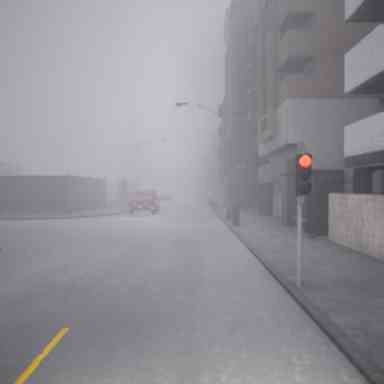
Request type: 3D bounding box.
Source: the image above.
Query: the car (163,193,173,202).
[{"bbox_3d":[-4.070,0.806,52.678,2.033,1.411,5.357,0,1,1],"label":"car"}]

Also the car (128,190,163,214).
[{"bbox_3d":[-4.112,0.810,29.268,2.150,2.045,5.566,0,1,0],"label":"car"}]
